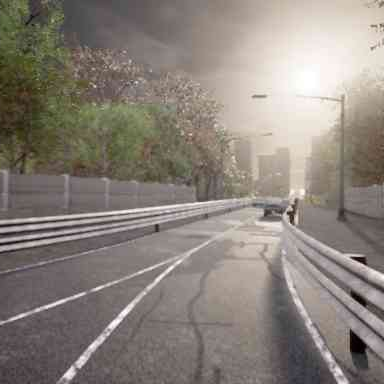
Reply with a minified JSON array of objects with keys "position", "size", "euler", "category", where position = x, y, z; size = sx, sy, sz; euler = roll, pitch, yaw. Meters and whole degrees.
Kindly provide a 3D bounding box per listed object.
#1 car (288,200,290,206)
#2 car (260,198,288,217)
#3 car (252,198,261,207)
[{"position":[12.588,1.626,46.368],"size":[1.994,1.385,4.181],"euler":[1,0,18],"category":"car"},{"position":[7.775,1.524,31.214],"size":[1.837,1.490,4.892],"euler":[1,0,17],"category":"car"},{"position":[10.204,1.584,50.113],"size":[2.033,1.411,5.357],"euler":[1,0,18],"category":"car"}]
